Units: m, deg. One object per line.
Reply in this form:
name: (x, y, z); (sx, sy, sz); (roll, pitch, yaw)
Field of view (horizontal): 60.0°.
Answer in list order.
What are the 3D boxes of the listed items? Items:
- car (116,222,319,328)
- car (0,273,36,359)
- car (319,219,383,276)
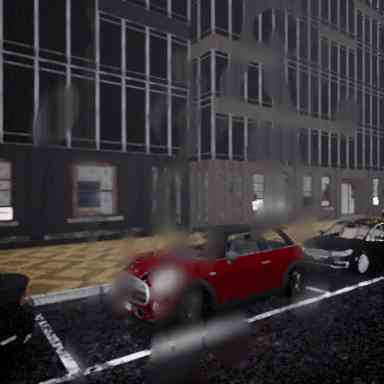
car: (0.504, 1.432, 6.920); (4.097, 1.590, 1.967); (0, 0, -36)
car: (-4.131, 1.554, 3.613); (4.403, 1.369, 2.008); (0, 0, -36)
car: (5.138, 1.530, 10.225); (4.403, 1.369, 2.008); (0, 0, -36)
